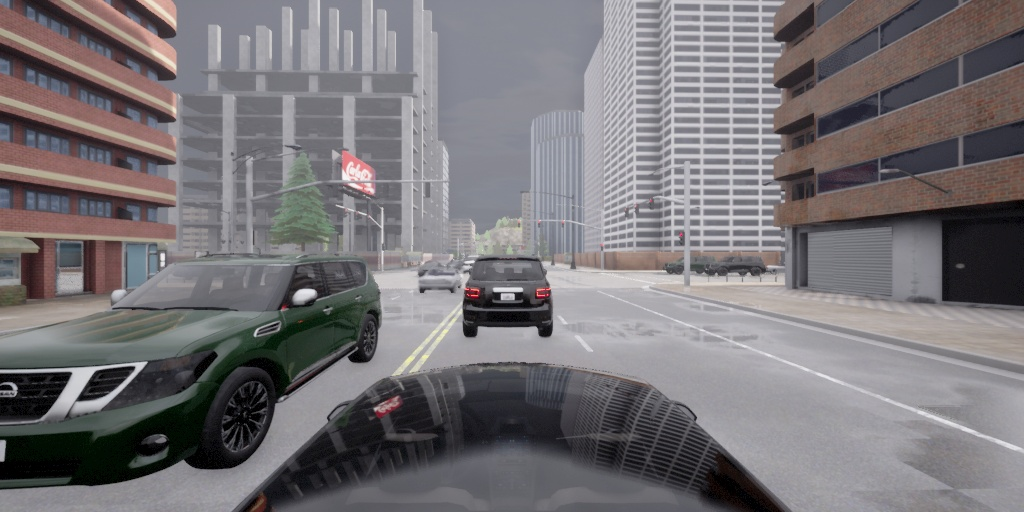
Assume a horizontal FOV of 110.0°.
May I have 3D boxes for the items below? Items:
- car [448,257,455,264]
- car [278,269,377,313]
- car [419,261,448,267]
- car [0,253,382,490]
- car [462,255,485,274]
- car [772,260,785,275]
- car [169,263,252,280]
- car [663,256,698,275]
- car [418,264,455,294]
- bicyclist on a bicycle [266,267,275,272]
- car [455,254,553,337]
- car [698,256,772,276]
[{"bbox_3d":[-8.081,1.239,50.801,2.128,1.511,4.902,0,0,-1],"label":"car"},{"bbox_3d":[-7.352,1.313,14.819,1.994,1.385,4.181,0,0,-1],"label":"car"},{"bbox_3d":[-7.758,1.253,34.710,1.837,1.490,4.892,0,0,-1],"label":"car"},{"bbox_3d":[-3.675,0.971,5.191,2.150,2.045,5.566,0,0,-2],"label":"car"},{"bbox_3d":[-4.400,0.970,41.952,2.150,2.045,5.566,0,0,-1],"label":"car"},{"bbox_3d":[29.523,1.349,39.234,4.718,1.301,1.895,0,0,-1],"label":"car"},{"bbox_3d":[-25.618,1.296,30.627,5.357,1.411,2.033,0,0,-1],"label":"car"},{"bbox_3d":[19.393,0.971,38.985,5.566,2.045,2.150,0,0,-1],"label":"car"},{"bbox_3d":[-3.966,1.350,20.454,1.895,1.301,4.718,0,0,-1],"label":"car"},{"bbox_3d":[-28.696,1.049,42.535,0.582,1.620,1.656,0,0,-1],"label":"bicyclist on a bicycle"},{"bbox_3d":[-0.118,0.971,10.407,2.150,2.045,5.566,0,0,-1],"label":"car"},{"bbox_3d":[22.003,0.970,35.555,5.566,2.045,2.150,0,0,-2],"label":"car"}]
